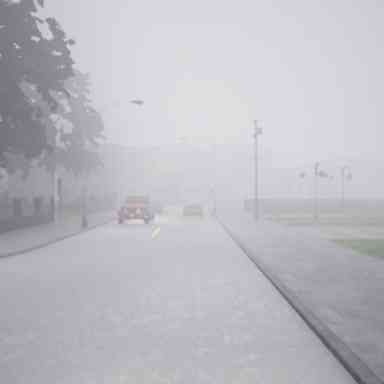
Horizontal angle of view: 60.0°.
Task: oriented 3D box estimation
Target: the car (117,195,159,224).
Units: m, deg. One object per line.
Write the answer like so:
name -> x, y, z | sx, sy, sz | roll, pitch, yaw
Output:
car -> -4.096, 1.241, 25.283 | 2.150, 2.045, 5.566 | 0, 0, 0

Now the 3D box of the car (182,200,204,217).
car -> 0.108, 1.502, 31.307 | 1.882, 1.535, 5.008 | 0, 0, 0

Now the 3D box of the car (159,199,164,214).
car -> -4.058, 1.519, 35.363 | 2.128, 1.511, 4.902 | 0, 0, 0
